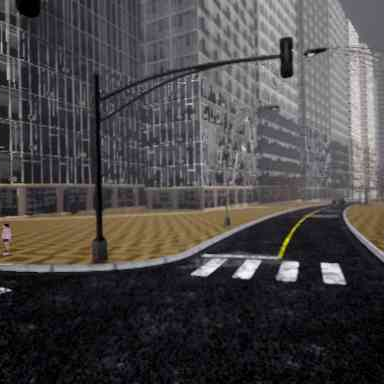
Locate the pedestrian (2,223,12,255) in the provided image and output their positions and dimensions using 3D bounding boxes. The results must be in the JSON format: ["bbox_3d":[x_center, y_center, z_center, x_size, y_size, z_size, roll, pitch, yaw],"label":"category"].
[{"bbox_3d":[-6.395,1.612,11.552,0.500,1.100,0.500,-2,-1,30],"label":"pedestrian"}]

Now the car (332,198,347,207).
[{"bbox_3d":[23.923,1.651,53.917,1.882,1.535,5.008,-2,-1,31],"label":"car"}]
